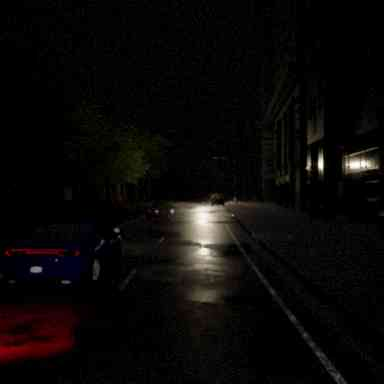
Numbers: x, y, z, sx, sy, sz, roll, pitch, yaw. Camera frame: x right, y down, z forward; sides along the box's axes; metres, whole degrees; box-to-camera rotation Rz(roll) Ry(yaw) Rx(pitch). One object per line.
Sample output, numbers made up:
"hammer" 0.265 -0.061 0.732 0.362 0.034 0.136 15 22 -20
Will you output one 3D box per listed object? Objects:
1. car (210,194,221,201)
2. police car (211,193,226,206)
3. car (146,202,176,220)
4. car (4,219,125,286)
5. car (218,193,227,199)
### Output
"car" 4.964 1.115 68.817 1.882 1.535 5.008 0 0 8
"police car" 3.866 1.237 49.614 1.930 1.638 5.238 0 1 6
"car" -2.525 1.543 27.821 2.033 1.411 5.357 0 0 3
"car" -3.251 1.498 9.533 1.882 1.535 5.008 0 0 1
"car" 7.949 1.105 87.354 1.882 1.535 5.008 0 0 10
